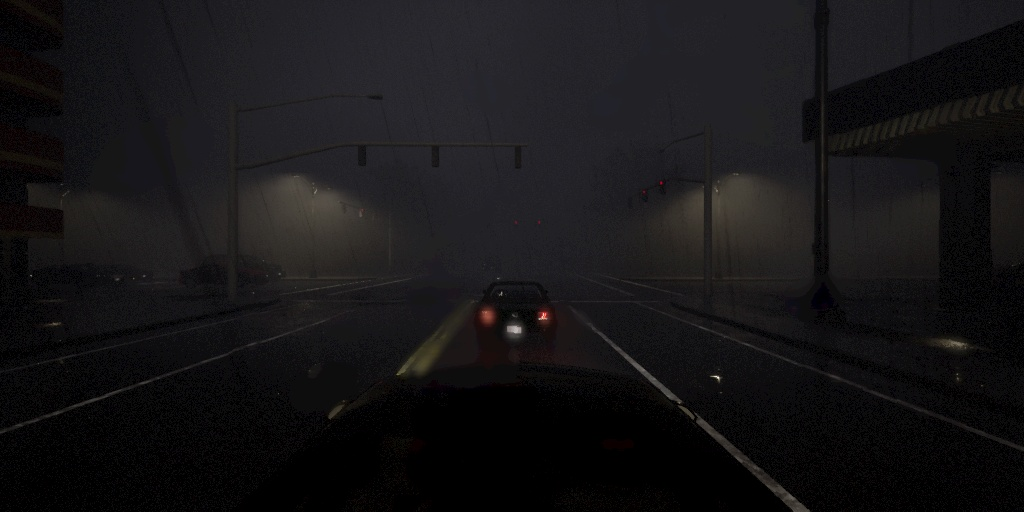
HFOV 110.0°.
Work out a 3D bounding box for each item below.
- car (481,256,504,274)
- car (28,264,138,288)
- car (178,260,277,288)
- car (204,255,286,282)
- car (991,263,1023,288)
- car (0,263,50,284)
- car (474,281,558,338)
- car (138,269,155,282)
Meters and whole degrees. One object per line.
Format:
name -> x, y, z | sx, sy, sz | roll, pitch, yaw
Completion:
car -> -2.434, 0.972, 42.289 | 2.150, 2.045, 5.566 | 0, 0, -4
car -> -27.825, 1.241, 23.104 | 4.902, 1.511, 2.128 | 0, 0, 1
car -> -18.322, 1.227, 22.927 | 5.008, 1.535, 1.882 | 0, 0, 1
car -> -19.882, 0.971, 26.475 | 5.566, 2.045, 2.150 | 0, 0, 1
car -> 35.637, 1.241, 25.466 | 4.902, 1.511, 2.128 | 0, 0, 1
car -> -37.982, 1.275, 26.798 | 4.674, 1.442, 1.812 | 0, 0, 1
car -> 0.100, 1.351, 10.152 | 1.895, 1.301, 4.718 | 0, 0, 0
car -> -29.300, 1.314, 26.629 | 4.181, 1.385, 1.994 | 0, 0, 0
